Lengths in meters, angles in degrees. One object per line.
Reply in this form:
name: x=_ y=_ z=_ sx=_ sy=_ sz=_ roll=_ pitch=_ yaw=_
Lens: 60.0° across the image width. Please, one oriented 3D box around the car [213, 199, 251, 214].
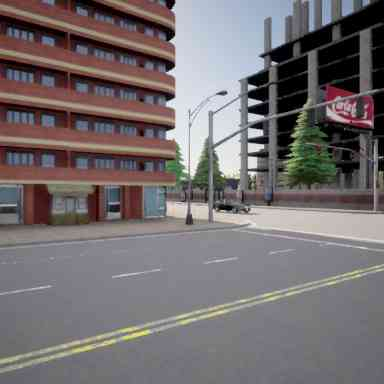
car: x=4.209 y=1.491 z=35.904 sx=2.128 sy=1.511 sz=4.902 roll=0 pitch=0 yaw=-35
